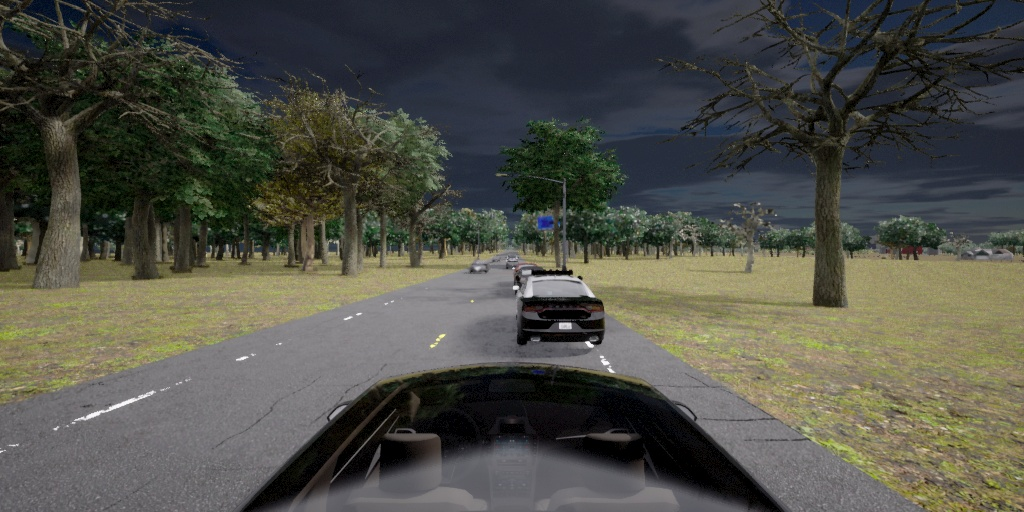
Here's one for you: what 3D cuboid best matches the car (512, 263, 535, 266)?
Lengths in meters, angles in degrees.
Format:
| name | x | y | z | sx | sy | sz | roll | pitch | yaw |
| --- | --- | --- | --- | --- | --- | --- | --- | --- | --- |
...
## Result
| name | x | y | z | sx | sy | sz | roll | pitch | yaw |
| --- | --- | --- | --- | --- | --- | --- | --- | --- | --- |
| car | 1.056 | 1.274 | 19.542 | 1.812 | 1.442 | 4.674 | 0 | 0 | 0 |

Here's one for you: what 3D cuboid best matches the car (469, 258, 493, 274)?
| name | x | y | z | sx | sy | sz | roll | pitch | yaw |
| --- | --- | --- | --- | --- | --- | --- | --- | --- | --- |
| car | -3.585 | 1.172 | 39.823 | 2.128 | 1.511 | 4.902 | 0 | 0 | 0 |

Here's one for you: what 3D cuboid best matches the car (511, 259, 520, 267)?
| name | x | y | z | sx | sy | sz | roll | pitch | yaw |
| --- | --- | --- | --- | --- | --- | --- | --- | --- | --- |
| car | 1.058 | 1.221 | 25.540 | 1.882 | 1.535 | 5.008 | 0 | 0 | 0 |

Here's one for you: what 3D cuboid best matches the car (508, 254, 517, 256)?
| name | x | y | z | sx | sy | sz | roll | pitch | yaw |
| --- | --- | --- | --- | --- | --- | --- | --- | --- | --- |
| car | 0.024 | 0.721 | 65.081 | 2.150 | 2.045 | 5.566 | 0 | 1 | 0 |

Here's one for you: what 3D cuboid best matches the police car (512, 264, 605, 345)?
| name | x | y | z | sx | sy | sz | roll | pitch | yaw |
| --- | --- | --- | --- | --- | --- | --- | --- | --- | --- |
| police car | 1.052 | 1.175 | 9.652 | 1.930 | 1.638 | 5.238 | 0 | 0 | 0 |

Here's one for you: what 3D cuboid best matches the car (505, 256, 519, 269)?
| name | x | y | z | sx | sy | sz | roll | pitch | yaw |
| --- | --- | --- | --- | --- | --- | --- | --- | --- | --- |
| car | 0.086 | 1.106 | 52.447 | 2.128 | 1.511 | 4.902 | 0 | 0 | 0 |
